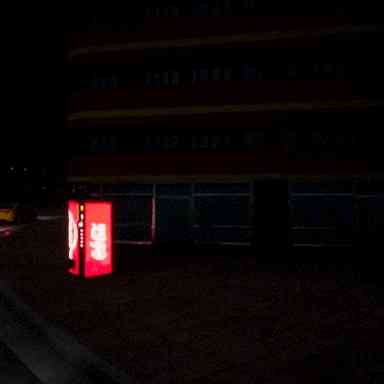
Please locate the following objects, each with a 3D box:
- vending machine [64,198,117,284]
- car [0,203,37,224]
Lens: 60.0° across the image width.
[{"bbox_3d":[-2.726,1.222,8.934,1.100,2.100,0.880,0,0,-38],"label":"vending machine"},{"bbox_3d":[-13.634,1.567,25.483,1.882,1.535,5.008,0,0,-4],"label":"car"}]
